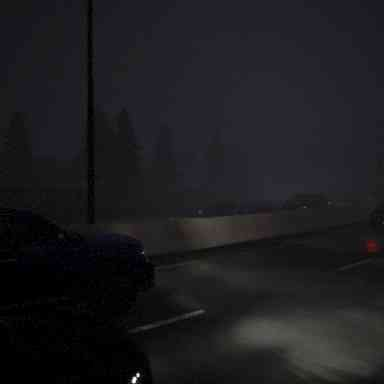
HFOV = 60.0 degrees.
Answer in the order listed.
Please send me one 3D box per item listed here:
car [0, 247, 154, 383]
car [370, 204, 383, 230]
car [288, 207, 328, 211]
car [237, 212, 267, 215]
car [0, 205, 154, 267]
[{"bbox_3d":[-2.553,1.498,1.969,4.902,1.511,2.128,0,0,-36],"label":"car"},{"bbox_3d":[11.823,1.410,19.246,2.128,1.511,4.902,0,0,43],"label":"car"},{"bbox_3d":[9.279,1.136,27.137,2.150,2.045,5.566,0,0,40],"label":"car"},{"bbox_3d":[5.356,1.475,27.878,2.033,1.411,5.357,0,0,42],"label":"car"},{"bbox_3d":[-3.390,1.223,5.681,5.566,2.045,2.150,0,0,-36],"label":"car"}]
